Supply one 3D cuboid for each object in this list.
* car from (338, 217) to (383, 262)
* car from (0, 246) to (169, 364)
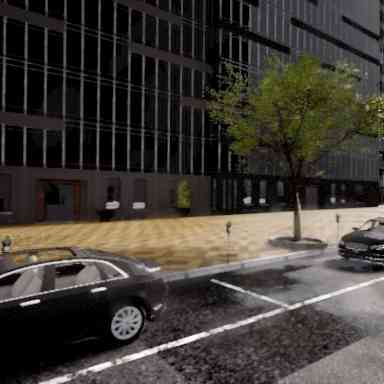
[{"bbox_3d":[6.756,1.551,11.372,4.403,1.369,2.008,0,1,-36],"label":"car"},{"bbox_3d":[-2.435,1.551,4.812,4.403,1.369,2.008,0,1,-36],"label":"car"}]
